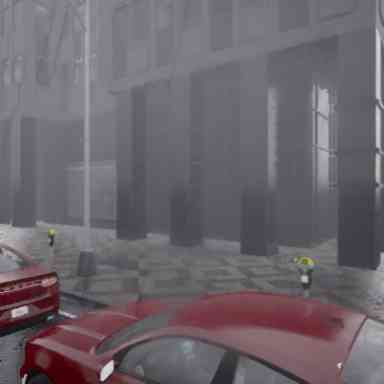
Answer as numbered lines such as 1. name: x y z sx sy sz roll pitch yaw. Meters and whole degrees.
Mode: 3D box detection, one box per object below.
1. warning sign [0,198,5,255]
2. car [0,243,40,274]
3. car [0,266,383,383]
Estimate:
1. warning sign: -7.013 1.127 10.801 1.060 1.860 1.300 0 0 36
2. car: -4.230 1.551 5.977 4.507 1.381 1.887 0 0 36
3. car: 0.363 1.546 2.702 4.507 1.381 1.887 0 0 36
